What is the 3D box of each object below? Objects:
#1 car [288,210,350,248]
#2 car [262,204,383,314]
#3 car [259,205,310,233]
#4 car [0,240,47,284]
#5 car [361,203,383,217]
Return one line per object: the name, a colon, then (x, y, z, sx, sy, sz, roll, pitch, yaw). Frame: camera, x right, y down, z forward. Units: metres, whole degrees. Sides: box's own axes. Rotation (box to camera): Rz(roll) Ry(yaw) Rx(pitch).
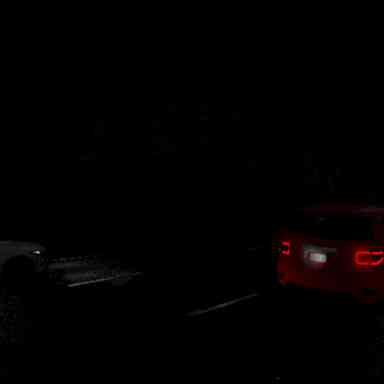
car: (6.535, 1.727, 16.755, 1.812, 1.442, 4.674, 0, -1, 36)
car: (4.166, 1.323, 8.053, 2.150, 2.045, 5.566, 0, -1, 43)
car: (6.483, 1.741, 22.798, 1.882, 1.535, 5.008, 0, -1, 34)
car: (-6.111, 1.587, 8.169, 4.674, 1.442, 1.812, 1, -1, -36)
car: (20.532, 2.038, 37.729, 1.994, 1.385, 4.181, 0, -1, 33)
